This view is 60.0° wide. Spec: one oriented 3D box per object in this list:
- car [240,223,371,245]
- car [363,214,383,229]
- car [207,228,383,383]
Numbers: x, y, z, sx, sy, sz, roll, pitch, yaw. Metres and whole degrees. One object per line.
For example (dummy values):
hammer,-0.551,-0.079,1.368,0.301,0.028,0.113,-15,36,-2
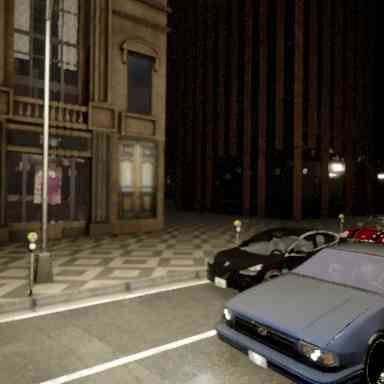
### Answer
car,2.398,1.598,8.467,4.313,1.339,1.947,0,0,-36
car,6.977,1.498,11.734,4.097,1.590,1.967,0,1,-36
car,2.945,1.573,5.405,5.357,1.411,2.033,0,0,-35
